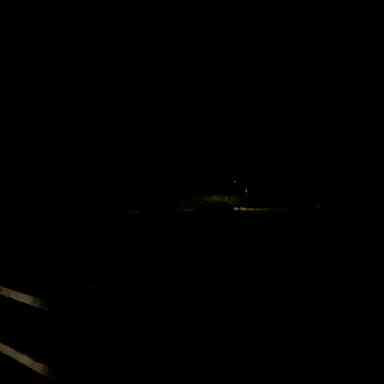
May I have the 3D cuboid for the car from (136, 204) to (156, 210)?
[{"bbox_3d":[-9.164,3.072,66.450,1.994,1.385,4.181,1,-1,35],"label":"car"}]
